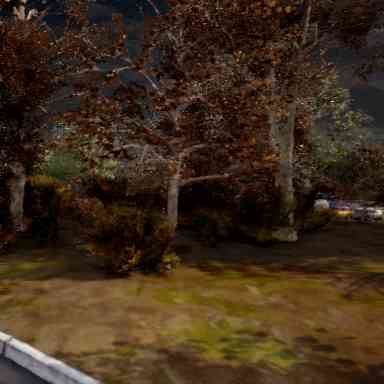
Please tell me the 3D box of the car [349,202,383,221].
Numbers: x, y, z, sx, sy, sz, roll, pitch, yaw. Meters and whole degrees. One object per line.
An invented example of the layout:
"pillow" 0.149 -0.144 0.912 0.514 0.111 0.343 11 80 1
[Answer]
"car" 19.572 2.088 36.913 2.435 2.045 5.566 -1 0 36

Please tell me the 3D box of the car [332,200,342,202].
"car" 22.308 2.171 51.143 2.435 2.045 5.566 -1 0 36

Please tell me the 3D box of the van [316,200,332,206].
"van" 15.021 2.154 40.093 1.878 1.987 4.442 -1 0 36

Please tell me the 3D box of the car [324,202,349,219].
"car" 17.231 2.356 38.410 1.946 1.575 5.366 -1 0 36

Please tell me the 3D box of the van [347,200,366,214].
"van" 24.497 2.175 49.383 1.878 1.987 4.442 -1 0 36

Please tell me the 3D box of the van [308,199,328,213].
"van" 19.954 2.216 52.666 1.878 1.987 4.442 0 0 36
